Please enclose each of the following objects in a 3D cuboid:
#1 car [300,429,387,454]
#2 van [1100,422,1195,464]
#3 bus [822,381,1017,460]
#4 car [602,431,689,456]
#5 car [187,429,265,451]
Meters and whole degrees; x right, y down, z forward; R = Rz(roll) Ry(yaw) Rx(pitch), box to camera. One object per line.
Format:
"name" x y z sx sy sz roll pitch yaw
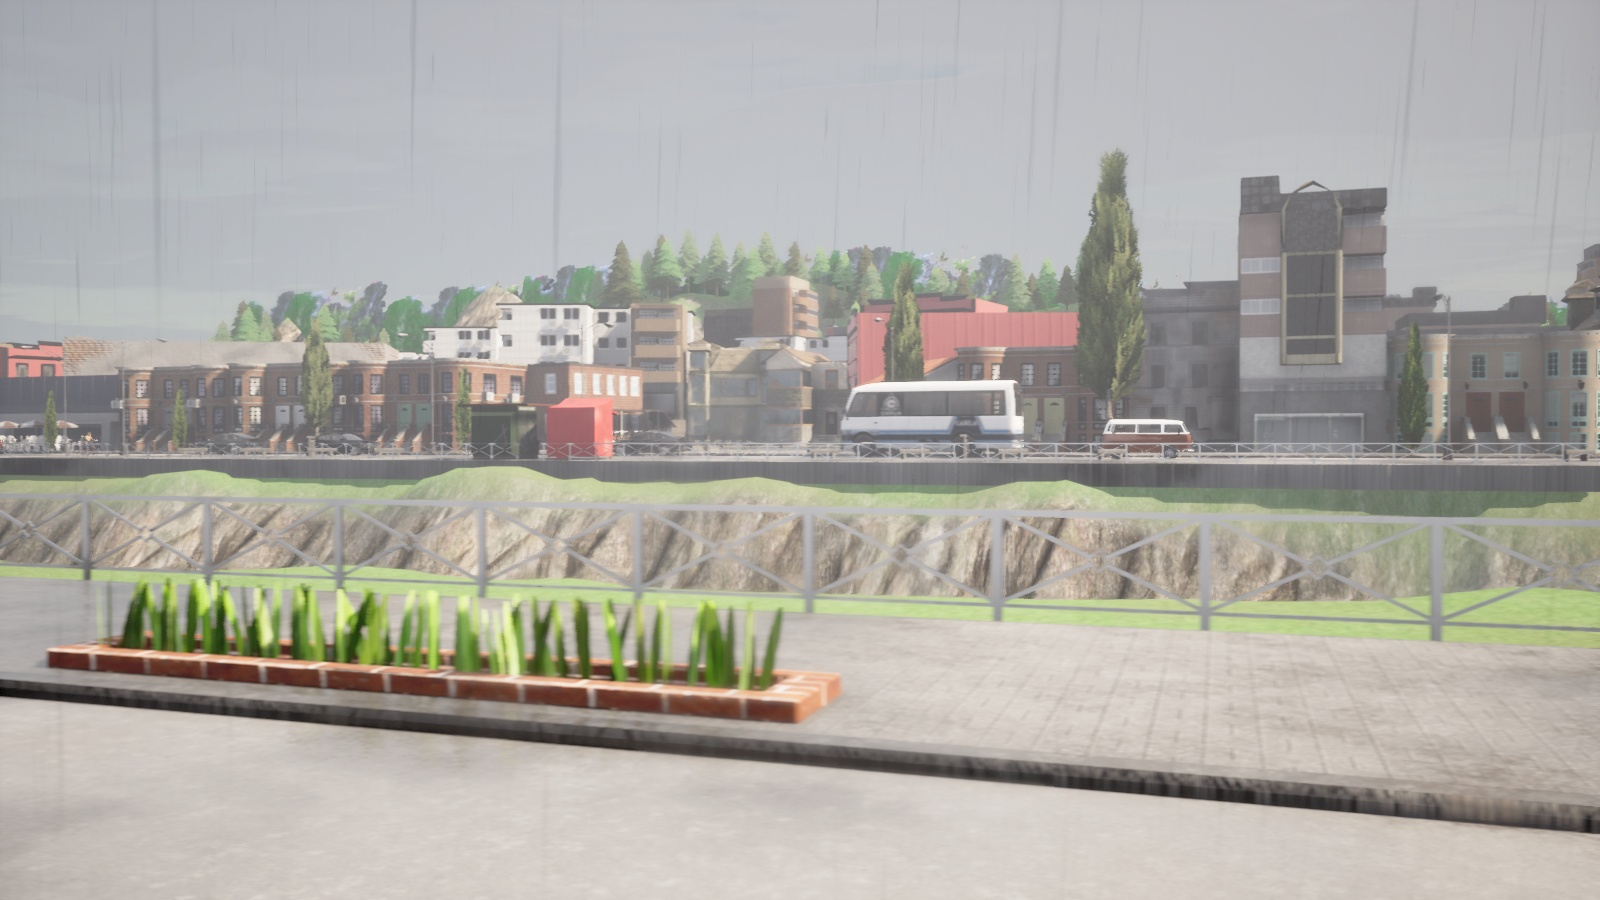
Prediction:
"car" -28.521 -0.559 78.410 5.008 1.535 1.882 1 1 19
"van" 17.423 -0.393 62.964 4.480 2.038 2.069 1 1 19
"bus" 6.745 -1.658 70.763 10.273 4.253 3.944 1 1 19
"car" -9.364 -0.424 76.191 4.892 1.490 1.837 1 1 19
"car" -39.446 -0.699 86.301 4.892 1.490 1.837 1 1 19
